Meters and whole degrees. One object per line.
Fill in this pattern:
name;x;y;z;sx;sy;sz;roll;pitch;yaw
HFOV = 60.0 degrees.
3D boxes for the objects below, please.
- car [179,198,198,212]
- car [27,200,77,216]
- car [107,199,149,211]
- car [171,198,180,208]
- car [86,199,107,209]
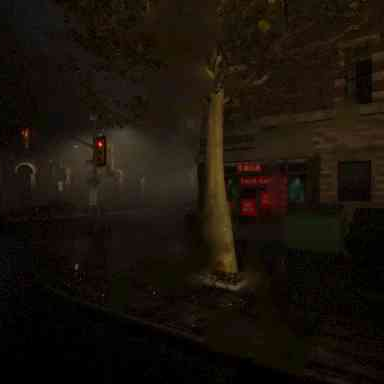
car;1.000;1.526;37.649;1.812;1.442;4.674;0;0;36
car;-13.334;1.526;31.926;1.812;1.442;4.674;0;0;36
car;-7.440;1.601;40.004;1.895;1.301;4.718;0;0;36
car;-1.368;1.547;48.282;2.033;1.411;5.357;0;0;36
car;-11.918;1.595;45.144;1.895;1.301;4.718;0;0;36
